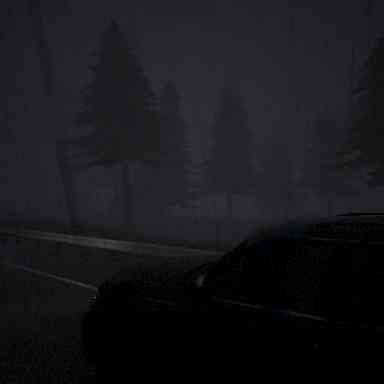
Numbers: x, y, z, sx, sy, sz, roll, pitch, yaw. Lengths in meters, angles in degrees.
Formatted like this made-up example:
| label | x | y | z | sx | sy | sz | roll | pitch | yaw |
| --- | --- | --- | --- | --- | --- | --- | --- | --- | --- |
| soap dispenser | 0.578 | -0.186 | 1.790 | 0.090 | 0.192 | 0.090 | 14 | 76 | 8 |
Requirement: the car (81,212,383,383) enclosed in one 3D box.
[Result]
| label | x | y | z | sx | sy | sz | roll | pitch | yaw |
| --- | --- | --- | --- | --- | --- | --- | --- | --- | --- |
| car | 1.391 | 1.220 | 3.045 | 5.566 | 2.045 | 2.150 | 0 | 0 | 35 |
